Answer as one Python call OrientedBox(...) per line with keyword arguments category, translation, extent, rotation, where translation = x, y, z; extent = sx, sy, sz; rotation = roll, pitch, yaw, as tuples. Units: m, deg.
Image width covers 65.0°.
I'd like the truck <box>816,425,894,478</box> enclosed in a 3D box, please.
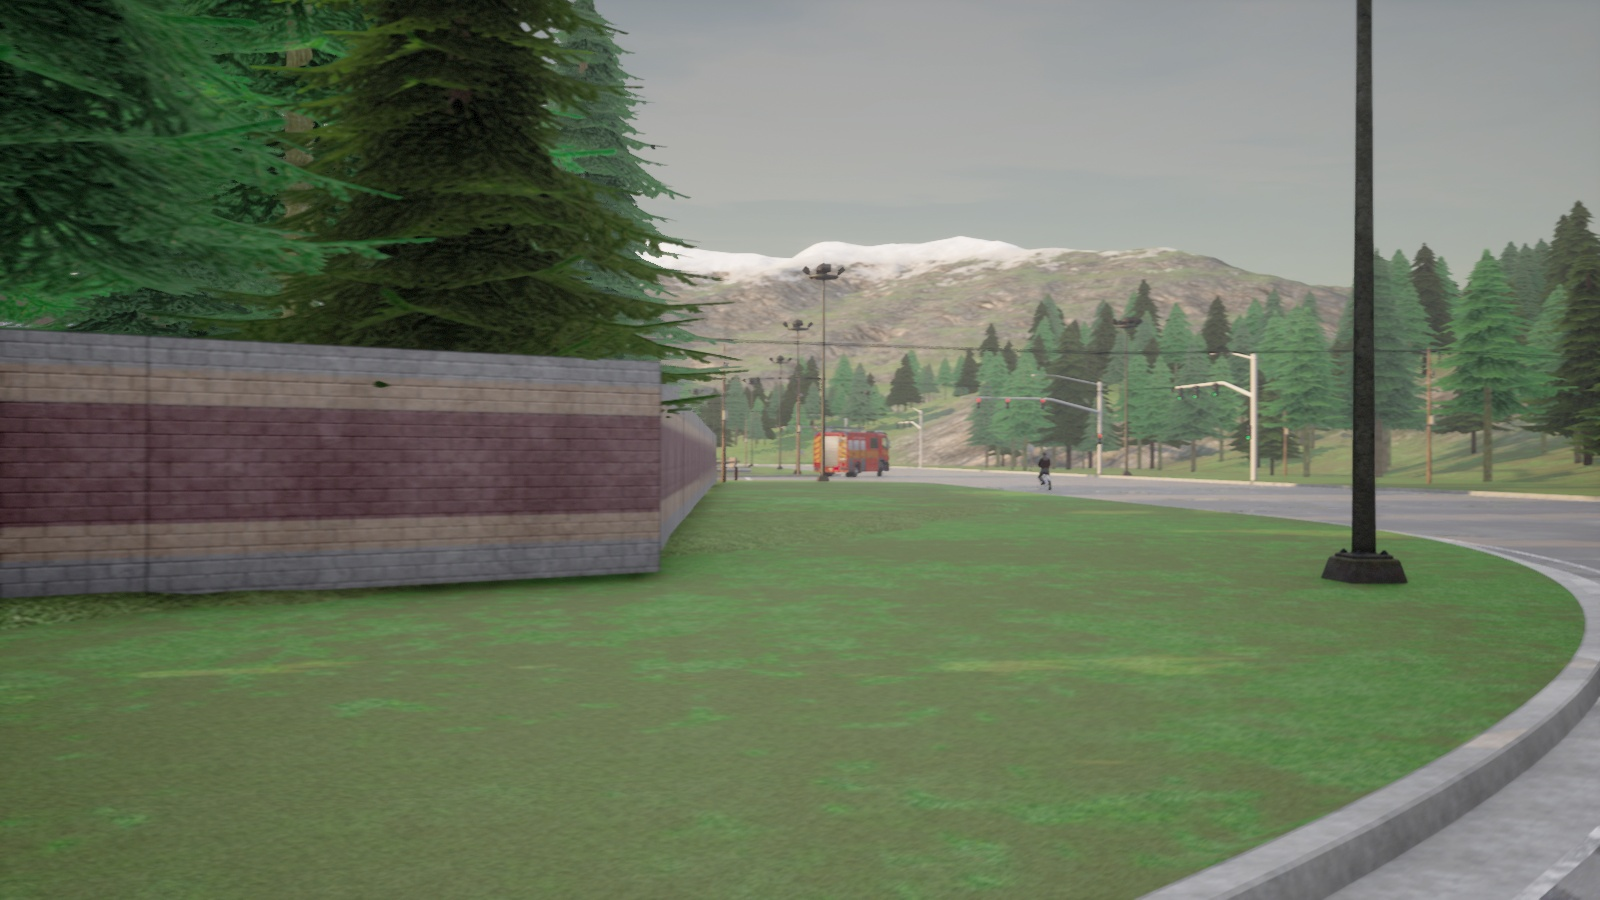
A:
OrientedBox(category="truck", translation=(4.338, 0.139, 96.618), extent=(2.891, 3.827, 8.468), rotation=(0, 0, 26))
